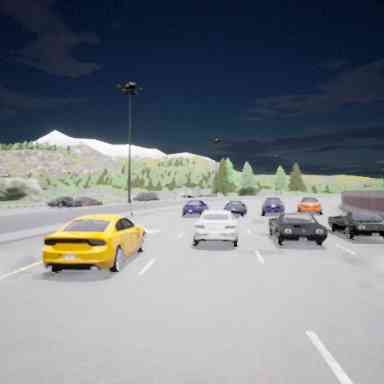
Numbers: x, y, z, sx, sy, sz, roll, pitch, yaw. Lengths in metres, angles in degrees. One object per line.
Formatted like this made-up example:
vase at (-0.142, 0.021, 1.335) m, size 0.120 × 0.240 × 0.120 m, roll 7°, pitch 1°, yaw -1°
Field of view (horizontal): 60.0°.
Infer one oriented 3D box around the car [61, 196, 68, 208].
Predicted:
car at (-14.509, 1.357, 43.834) m, size 1.882 × 1.535 × 5.008 m, roll 0°, pitch 0°, yaw 17°

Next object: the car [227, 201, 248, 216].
car at (4.238, 1.512, 32.076) m, size 1.994 × 1.385 × 4.181 m, roll 0°, pitch 0°, yaw 14°

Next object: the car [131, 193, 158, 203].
car at (-6.531, 1.116, 46.054) m, size 2.150 × 2.045 × 5.566 m, roll 0°, pitch 0°, yaw 18°

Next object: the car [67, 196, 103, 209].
car at (-12.221, 1.458, 39.035) m, size 1.994 × 1.385 × 4.181 m, roll 0°, pitch 0°, yaw 15°

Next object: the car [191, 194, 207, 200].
car at (1.694, 1.191, 80.879) m, size 1.994 × 1.385 × 4.181 m, roll 0°, pitch 0°, yaw 31°

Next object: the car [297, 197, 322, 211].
car at (11.974, 1.315, 34.021) m, size 2.097 × 1.767 × 4.553 m, roll 0°, pitch 0°, yaw 15°

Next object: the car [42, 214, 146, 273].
car at (-2.822, 1.450, 10.689) m, size 1.882 × 1.535 × 5.008 m, roll 0°, pitch 0°, yaw 5°

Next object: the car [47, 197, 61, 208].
car at (-17.681, 1.371, 45.437) m, size 1.837 × 1.490 × 4.892 m, roll 0°, pitch 1°, yaw 17°

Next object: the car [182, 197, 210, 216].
car at (0.372, 1.466, 31.012) m, size 1.812 × 1.442 × 4.674 m, roll 0°, pitch 0°, yaw 13°

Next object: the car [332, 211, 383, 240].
car at (8.381, 1.588, 16.832) m, size 1.895 × 1.301 × 4.718 m, roll 0°, pitch 0°, yaw 8°

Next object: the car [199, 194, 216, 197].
car at (4.068, 1.202, 78.004) m, size 2.097 × 1.767 × 4.553 m, roll 0°, pitch 0°, yaw 29°

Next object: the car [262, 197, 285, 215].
car at (7.978, 1.308, 32.564) m, size 2.097 × 1.767 × 4.553 m, roll 0°, pitch 0°, yaw 14°

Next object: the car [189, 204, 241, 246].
car at (1.135, 1.499, 15.059) m, size 1.812 × 1.442 × 4.674 m, roll 0°, pitch 0°, yaw 7°

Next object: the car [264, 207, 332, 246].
car at (4.662, 1.582, 15.344) m, size 1.895 × 1.301 × 4.718 m, roll 0°, pitch 0°, yaw 7°
